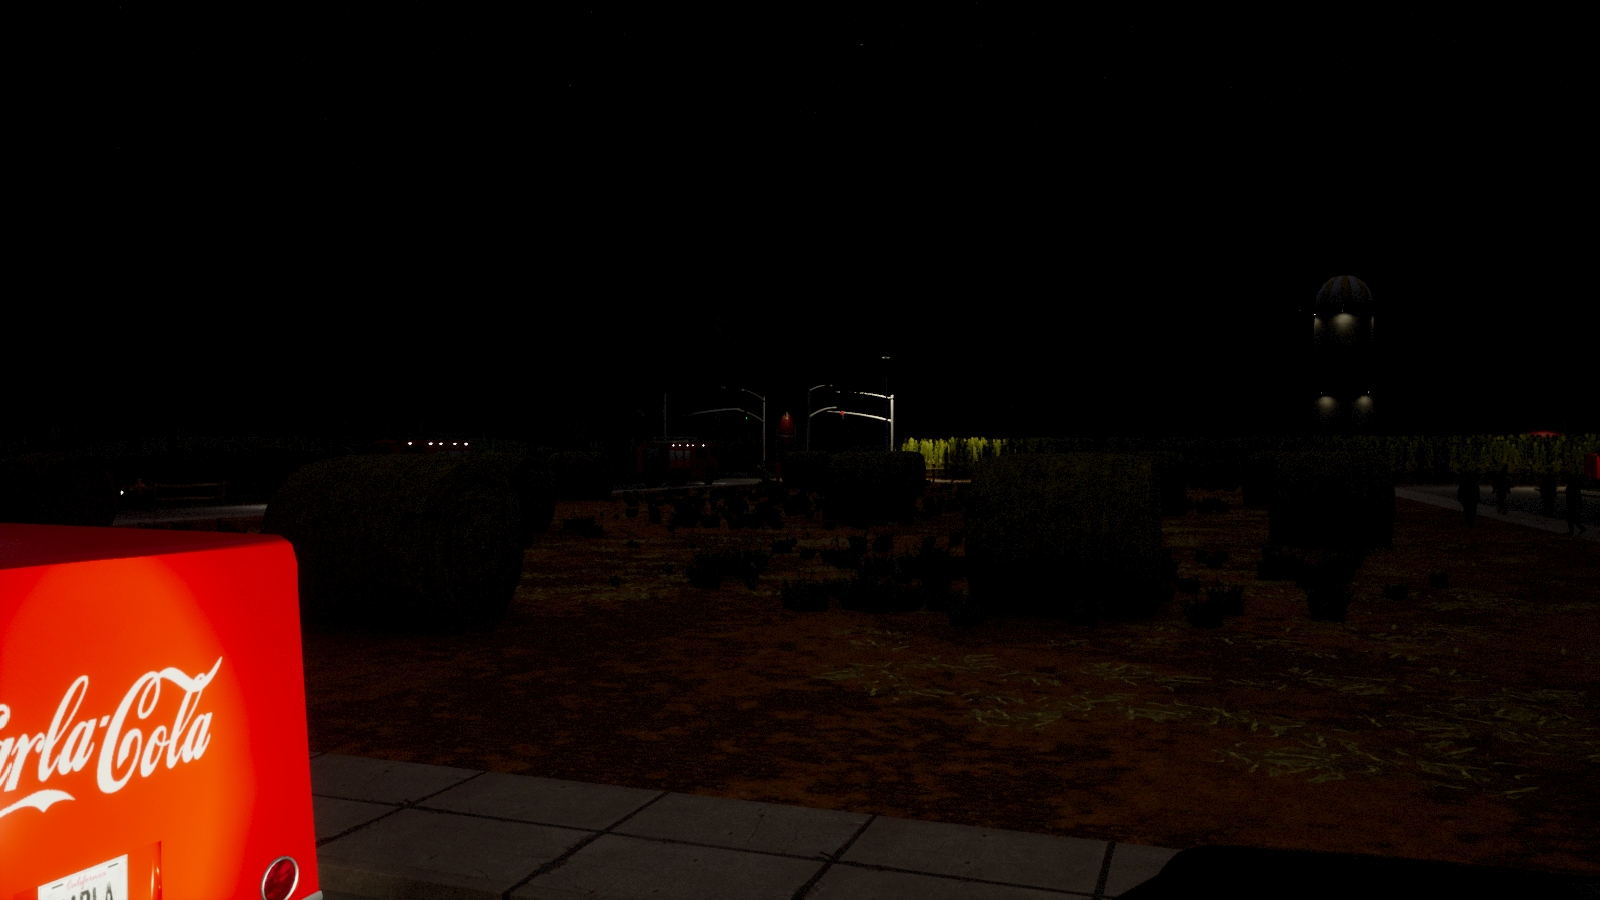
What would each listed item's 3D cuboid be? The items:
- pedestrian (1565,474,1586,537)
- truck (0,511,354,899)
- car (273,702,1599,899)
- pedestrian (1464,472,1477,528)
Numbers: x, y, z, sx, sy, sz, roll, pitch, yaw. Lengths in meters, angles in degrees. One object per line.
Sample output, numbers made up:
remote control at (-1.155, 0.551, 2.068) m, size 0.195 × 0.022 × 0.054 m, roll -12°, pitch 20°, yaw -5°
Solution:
pedestrian at (23.350, 1.666, 34.411) m, size 0.375 × 1.860 × 0.375 m, roll 0°, pitch 0°, yaw 3°
truck at (-5.033, 1.572, 5.132) m, size 5.204 × 2.467 × 2.627 m, roll 0°, pitch 0°, yaw 20°
car at (1.269, 1.906, 2.870) m, size 4.553 × 1.767 × 2.097 m, roll 0°, pitch 0°, yaw 20°
pedestrian at (22.323, 1.666, 38.059) m, size 0.375 × 1.860 × 0.375 m, roll 0°, pitch 0°, yaw 30°
